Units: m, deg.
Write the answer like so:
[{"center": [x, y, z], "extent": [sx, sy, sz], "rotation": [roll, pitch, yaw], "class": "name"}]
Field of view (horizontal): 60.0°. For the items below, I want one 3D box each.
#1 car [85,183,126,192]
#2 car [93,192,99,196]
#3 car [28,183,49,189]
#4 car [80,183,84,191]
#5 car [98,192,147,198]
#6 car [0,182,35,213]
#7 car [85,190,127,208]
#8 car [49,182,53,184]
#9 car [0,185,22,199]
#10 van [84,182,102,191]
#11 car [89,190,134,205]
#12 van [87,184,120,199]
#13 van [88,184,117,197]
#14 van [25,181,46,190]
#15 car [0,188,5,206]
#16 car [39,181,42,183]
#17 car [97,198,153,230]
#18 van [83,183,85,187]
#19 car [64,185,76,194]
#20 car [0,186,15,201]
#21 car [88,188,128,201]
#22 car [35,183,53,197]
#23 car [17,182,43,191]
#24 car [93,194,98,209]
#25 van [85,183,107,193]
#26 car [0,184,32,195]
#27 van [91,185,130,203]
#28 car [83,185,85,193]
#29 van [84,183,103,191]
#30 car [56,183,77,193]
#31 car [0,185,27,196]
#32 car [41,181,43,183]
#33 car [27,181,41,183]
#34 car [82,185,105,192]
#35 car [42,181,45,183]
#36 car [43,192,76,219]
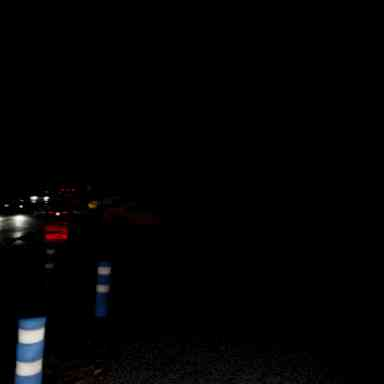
[{"center": [-8.252, 0.428, 35.566], "extent": [5.566, 2.045, 2.435], "rotation": [1, 2, -19], "class": "car"}, {"center": [-5.567, 1.066, 27.723], "extent": [4.674, 1.452, 2.002], "rotation": [1, 2, -19], "class": "car"}, {"center": [-39.736, -1.554, 86.305], "extent": [4.792, 1.488, 2.163], "rotation": [1, 1, -19], "class": "car"}, {"center": [-16.481, -0.484, 59.074], "extent": [5.566, 2.045, 2.435], "rotation": [1, 1, -19], "class": "car"}, {"center": [-3.754, 1.127, 22.617], "extent": [4.553, 1.767, 2.185], "rotation": [1, 2, -19], "class": "car"}, {"center": [-14.412, 0.492, 26.889], "extent": [2.150, 2.045, 5.566], "rotation": [1, 3, -19], "class": "car"}, {"center": [-6.646, 0.903, 30.276], "extent": [5.366, 1.575, 1.946], "rotation": [1, 2, -19], "class": "car"}, {"center": [-38.825, -1.772, 83.701], "extent": [5.566, 2.045, 2.435], "rotation": [1, 1, -19], "class": "car"}, {"center": [-24.290, -0.041, 41.762], "extent": [4.892, 1.521, 2.231], "rotation": [1, 2, -19], "class": "car"}, {"center": [-25.435, -1.373, 85.276], "extent": [4.442, 1.987, 1.878], "rotation": [1, 1, -19], "class": "van"}, {"center": [-9.223, 0.592, 38.171], "extent": [4.792, 1.488, 2.163], "rotation": [1, 2, -19], "class": "car"}, {"center": [-12.916, -0.090, 48.574], "extent": [4.442, 1.987, 1.878], "rotation": [1, 2, -20], "class": "van"}, {"center": [-14.527, -0.272, 53.893], "extent": [4.442, 1.987, 1.878], "rotation": [1, 2, -19], "class": "van"}, {"center": [-38.052, -1.658, 81.033], "extent": [4.442, 1.987, 1.878], "rotation": [1, 1, -19], "class": "van"}, {"center": [-20.822, 0.395, 31.232], "extent": [5.366, 1.575, 1.946], "rotation": [1, 2, -19], "class": "car"}, {"center": [-31.566, -0.785, 62.733], "extent": [4.892, 1.521, 2.231], "rotation": [1, 1, -19], "class": "car"}, {"center": [-2.884, 1.368, 19.994], "extent": [5.008, 1.535, 2.097], "rotation": [1, 2, -19], "class": "car"}, {"center": [-15.656, -0.369, 56.431], "extent": [4.442, 1.987, 1.878], "rotation": [1, 1, -19], "class": "van"}, {"center": [-22.267, -0.426, 60.738], "extent": [1.837, 1.490, 4.892], "rotation": [1, 2, -19], "class": "car"}, {"center": [-22.682, 0.160, 36.586], "extent": [5.366, 1.575, 1.946], "rotation": [1, 2, -19], "class": "car"}, {"center": [-11.026, 0.364, 43.536], "extent": [4.792, 1.488, 2.163], "rotation": [1, 2, -19], "class": "car"}, {"center": [-22.006, -0.159, 48.985], "extent": [1.882, 1.535, 5.008], "rotation": [1, 1, -19], "class": "car"}, {"center": [-34.330, -1.188, 70.580], "extent": [4.553, 1.767, 2.185], "rotation": [1, 1, -19], "class": "car"}, {"center": [-4.684, 1.171, 25.099], "extent": [4.792, 1.488, 2.163], "rotation": [1, 2, -19], "class": "car"}, {"center": [-20.931, -0.918, 72.318], "extent": [4.442, 1.987, 1.878], "rotation": [1, 1, -19], "class": "van"}, {"center": [-27.956, -0.390, 52.239], "extent": [4.792, 1.488, 2.163], "rotation": [1, 1, -19], "class": "car"}, {"center": [-10.026, 0.221, 40.942], "extent": [4.442, 1.987, 1.878], "rotation": [1, 2, -19], "class": "van"}, {"center": [-13.730, 0.043, 51.247], "extent": [5.008, 1.535, 2.097], "rotation": [1, 1, -19], "class": "car"}, {"center": [-24.567, -1.285, 82.779], "extent": [4.442, 1.987, 1.878], "rotation": [1, 1, -19], "class": "van"}, {"center": [-17.218, -0.204, 46.237], "extent": [2.150, 2.045, 5.566], "rotation": [1, 1, -19], "class": "car"}, {"center": [-26.079, -0.205, 47.016], "extent": [4.792, 1.488, 2.163], "rotation": [1, 1, -19], "class": "car"}, {"center": [-32.489, -0.877, 65.350], "extent": [4.892, 1.521, 2.231], "rotation": [1, 1, -19], "class": "car"}, {"center": [-30.836, -0.701, 60.049], "extent": [5.366, 1.575, 1.946], "rotation": [1, 1, -19], "class": "car"}, {"center": [-22.830, -0.875, 77.396], "extent": [5.008, 1.535, 2.097], "rotation": [1, 1, -19], "class": "car"}, {"center": [-33.569, -0.977, 67.912], "extent": [5.366, 1.575, 1.946], "rotation": [1, 1, -19], "class": "car"}, {"center": [-9.450, 1.049, 23.787], "extent": [1.837, 1.490, 4.892], "rotation": [1, 2, -19], "class": "car"}]
